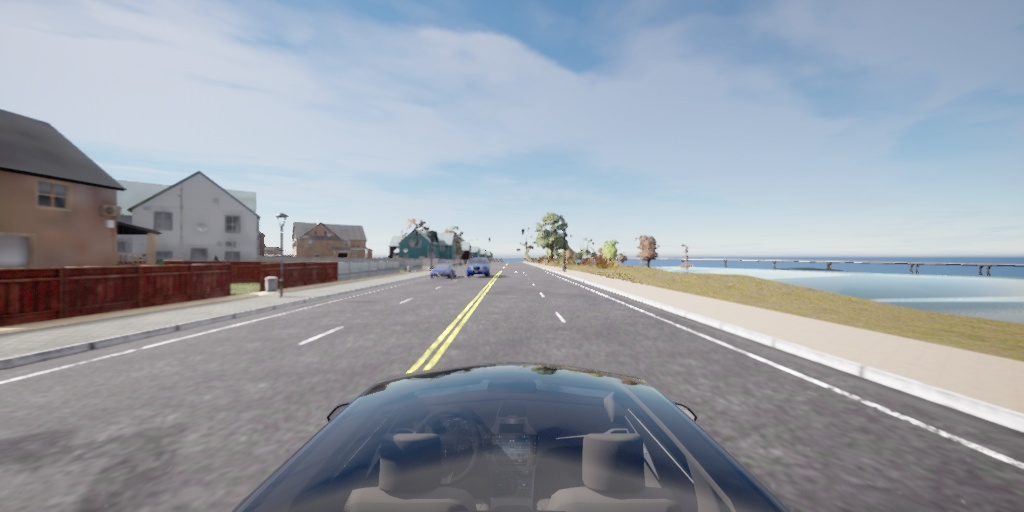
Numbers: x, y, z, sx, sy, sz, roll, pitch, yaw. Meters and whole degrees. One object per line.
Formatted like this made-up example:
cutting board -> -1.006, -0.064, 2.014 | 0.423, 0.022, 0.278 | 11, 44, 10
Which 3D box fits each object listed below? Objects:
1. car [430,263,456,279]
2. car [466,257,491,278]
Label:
car -> -6.624, 1.447, 34.824 | 1.812, 1.442, 4.674 | 0, 0, 0
car -> -3.374, 1.156, 36.990 | 2.150, 2.045, 5.566 | 0, 0, 0
